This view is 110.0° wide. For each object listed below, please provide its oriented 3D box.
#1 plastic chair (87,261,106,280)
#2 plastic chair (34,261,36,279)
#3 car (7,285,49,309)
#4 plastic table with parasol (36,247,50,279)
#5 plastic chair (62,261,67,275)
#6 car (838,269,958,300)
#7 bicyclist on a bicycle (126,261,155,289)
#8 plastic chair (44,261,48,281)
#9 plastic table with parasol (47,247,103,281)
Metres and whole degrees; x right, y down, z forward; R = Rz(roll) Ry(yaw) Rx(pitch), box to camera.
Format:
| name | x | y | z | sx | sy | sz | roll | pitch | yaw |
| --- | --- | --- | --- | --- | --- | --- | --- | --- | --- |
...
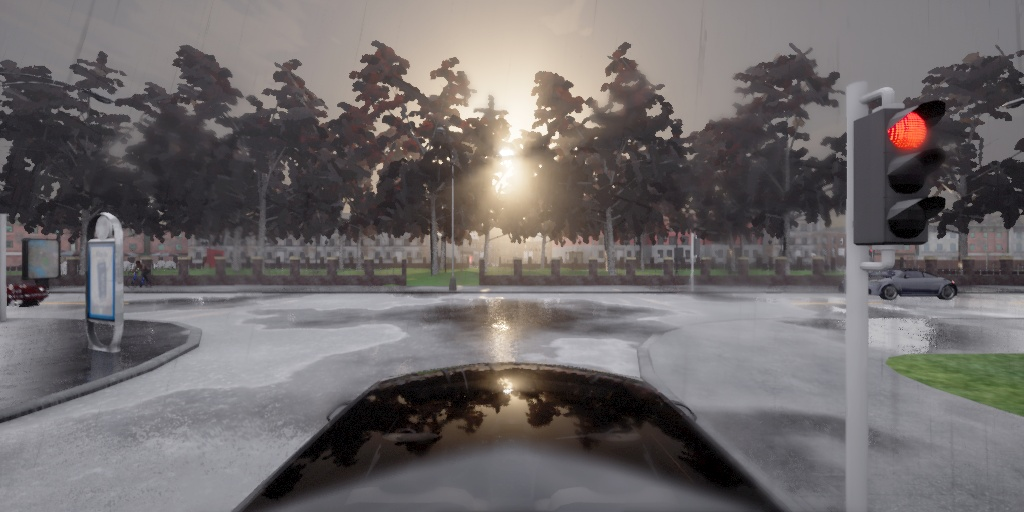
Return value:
| name | x | y | z | sx | sy | sz | roll | pitch | yaw |
| --- | --- | --- | --- | --- | --- | --- | --- | --- | --- |
| plastic chair | -38.183 | 1.295 | 32.990 | 0.730 | 1.272 | 0.750 | 0 | 0 | -40 |
| plastic chair | -44.610 | 1.294 | 34.151 | 0.730 | 1.272 | 0.750 | 0 | 0 | -41 |
| car | -19.977 | 1.350 | 12.871 | 4.718 | 1.301 | 1.895 | 0 | 0 | 0 |
| plastic table with parasol | -43.602 | 0.619 | 34.901 | 2.482 | 2.480 | 2.482 | 0 | 0 | -39 |
| plastic chair | -38.279 | 1.305 | 31.284 | 0.750 | 1.272 | 0.730 | 0 | 0 | -35 |
| car | 18.249 | 1.313 | 17.080 | 4.181 | 1.385 | 1.994 | 0 | 0 | 0 |
| bicyclist on a bicycle | -22.028 | 1.098 | 21.269 | 0.582 | 1.620 | 1.656 | 0 | 0 | 0 |
| plastic chair | -40.212 | 1.292 | 31.512 | 0.730 | 1.272 | 0.750 | 0 | 0 | -40 |
| plastic table with parasol | -39.181 | 0.693 | 32.257 | 2.482 | 2.480 | 2.482 | 0 | 0 | -40 |
